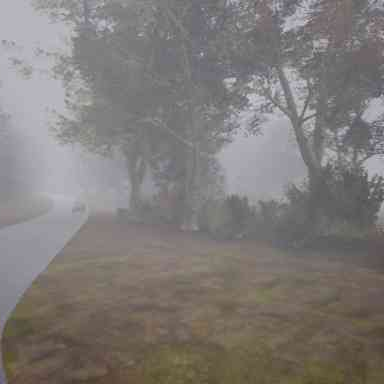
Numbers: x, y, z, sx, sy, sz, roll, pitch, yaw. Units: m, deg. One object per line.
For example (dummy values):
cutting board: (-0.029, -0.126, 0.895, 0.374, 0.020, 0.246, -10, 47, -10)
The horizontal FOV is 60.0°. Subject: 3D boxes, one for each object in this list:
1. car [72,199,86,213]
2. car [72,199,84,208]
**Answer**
car: (-16.266, 2.222, 47.743, 2.033, 1.411, 5.357, -1, 1, -17)
car: (-21.000, 2.024, 61.045, 1.895, 1.301, 4.718, 0, 2, -22)
